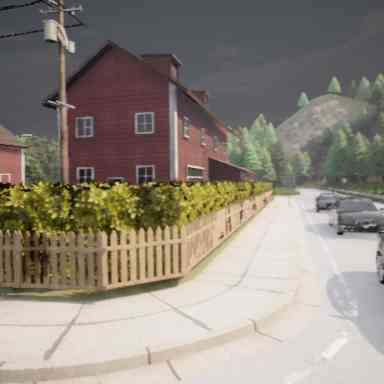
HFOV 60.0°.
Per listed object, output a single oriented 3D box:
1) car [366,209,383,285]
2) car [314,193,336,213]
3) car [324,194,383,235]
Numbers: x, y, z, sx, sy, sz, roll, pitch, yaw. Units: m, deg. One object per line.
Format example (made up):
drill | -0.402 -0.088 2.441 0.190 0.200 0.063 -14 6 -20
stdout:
car | 4.549 1.289 5.626 1.837 1.490 4.892 0 2 16
car | 10.304 0.775 25.101 1.994 1.385 4.181 0 1 17
car | 7.313 1.015 15.005 1.837 1.490 4.892 0 1 16
